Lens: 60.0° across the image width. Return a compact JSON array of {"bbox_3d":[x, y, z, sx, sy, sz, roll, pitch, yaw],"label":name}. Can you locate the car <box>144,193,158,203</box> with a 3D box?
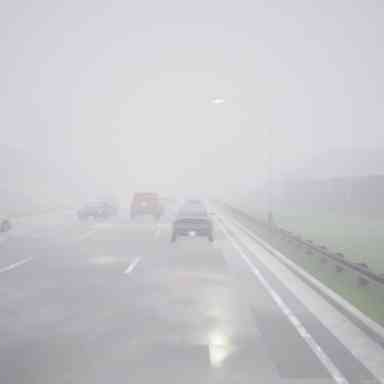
[{"bbox_3d":[-6.871,1.023,56.180,1.882,1.535,5.008,0,0,0],"label":"car"}]

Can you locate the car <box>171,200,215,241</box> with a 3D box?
[{"bbox_3d":[0.034,1.378,15.852,1.837,1.490,4.892,0,1,1],"label":"car"}]

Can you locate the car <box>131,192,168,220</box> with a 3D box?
[{"bbox_3d":[-3.396,1.010,26.218,2.150,2.045,5.566,0,1,0],"label":"car"}]

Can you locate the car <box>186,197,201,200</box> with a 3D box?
[{"bbox_3d":[0.126,1.217,33.944,2.128,1.511,4.902,0,1,0],"label":"car"}]

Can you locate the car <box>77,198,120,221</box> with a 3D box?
[{"bbox_3d":[-6.897,1.399,24.905,1.895,1.301,4.718,0,0,0],"label":"car"}]

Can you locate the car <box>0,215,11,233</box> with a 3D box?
[{"bbox_3d":[-10.397,1.400,15.481,1.812,1.442,4.674,0,1,0],"label":"car"}]

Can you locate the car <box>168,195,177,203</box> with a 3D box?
[{"bbox_3d":[-3.353,1.142,52.146,1.994,1.385,4.181,0,1,0],"label":"car"}]

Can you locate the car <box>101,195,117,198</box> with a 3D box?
[{"bbox_3d":[-10.339,1.155,41.736,2.128,1.511,4.902,0,1,0],"label":"car"}]
